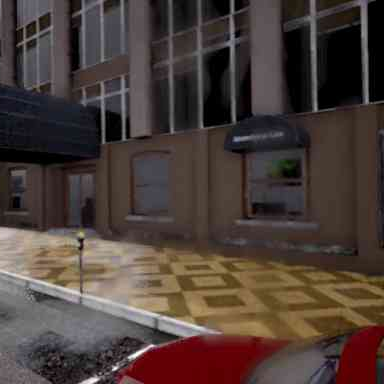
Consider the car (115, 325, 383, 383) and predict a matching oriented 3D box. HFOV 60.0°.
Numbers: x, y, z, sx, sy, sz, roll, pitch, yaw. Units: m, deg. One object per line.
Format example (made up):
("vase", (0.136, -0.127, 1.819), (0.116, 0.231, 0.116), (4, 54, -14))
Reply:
("car", (1.234, 1.582, 2.008), (4.206, 1.307, 1.802), (0, -1, 36))
